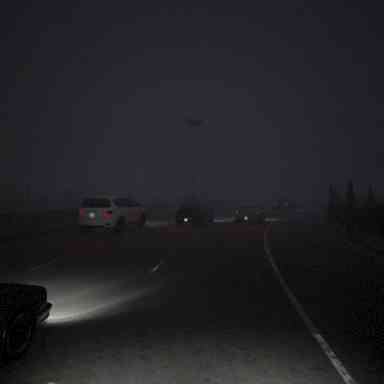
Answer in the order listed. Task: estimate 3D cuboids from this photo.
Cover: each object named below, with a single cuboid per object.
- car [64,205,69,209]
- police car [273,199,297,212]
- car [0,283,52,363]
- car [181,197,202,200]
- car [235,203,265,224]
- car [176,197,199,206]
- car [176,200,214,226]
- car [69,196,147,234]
[{"bbox_3d":[-11.069,1.536,34.385,2.128,1.511,4.902,0,0,21],"label":"car"},{"bbox_3d":[11.533,1.605,41.087,2.038,1.542,4.974,0,0,29],"label":"police car"},{"bbox_3d":[-3.263,1.537,2.846,2.033,1.411,5.357,0,0,3],"label":"car"},{"bbox_3d":[0.000,1.483,49.454,2.097,1.767,4.553,0,0,31],"label":"car"},{"bbox_3d":[4.418,1.561,25.151,1.812,1.442,4.674,0,0,17],"label":"car"},{"bbox_3d":[-0.785,1.711,61.234,1.837,1.490,4.892,0,-1,34],"label":"car"},{"bbox_3d":[0.281,1.531,23.653,1.837,1.490,4.892,0,0,16],"label":"car"},{"bbox_3d":[-4.473,1.229,19.422,2.150,2.045,5.566,0,0,12],"label":"car"}]
